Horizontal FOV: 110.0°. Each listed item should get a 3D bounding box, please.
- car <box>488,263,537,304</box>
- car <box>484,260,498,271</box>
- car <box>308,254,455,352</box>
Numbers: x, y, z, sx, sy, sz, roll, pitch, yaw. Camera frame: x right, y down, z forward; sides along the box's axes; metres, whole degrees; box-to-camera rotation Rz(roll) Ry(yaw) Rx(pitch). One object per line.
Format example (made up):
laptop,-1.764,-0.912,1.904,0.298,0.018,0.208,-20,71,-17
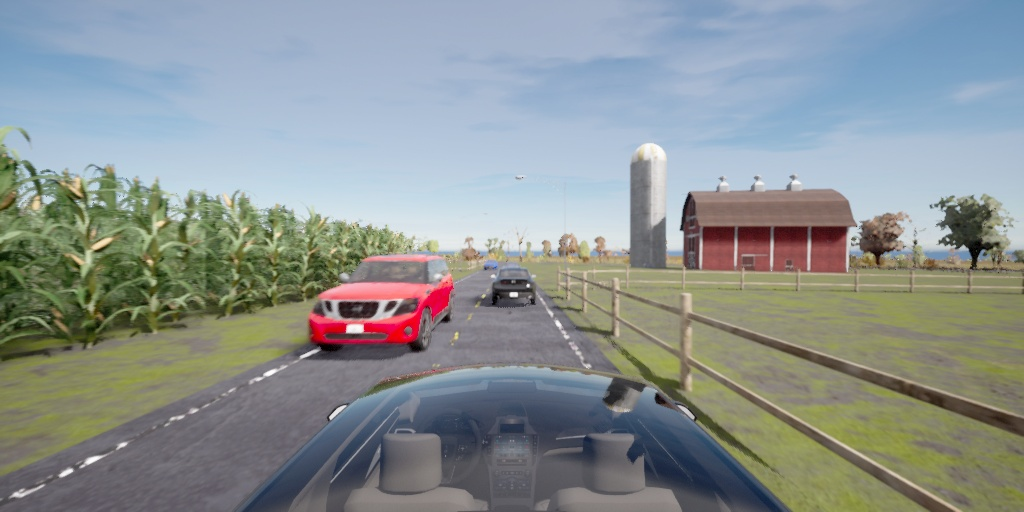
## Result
car,0.066,1.260,16.394,1.837,1.490,4.892,0,0,0
car,-2.968,1.270,51.169,1.882,1.535,5.008,0,0,0
car,-2.864,0.974,9.287,2.150,2.045,5.566,0,0,0
